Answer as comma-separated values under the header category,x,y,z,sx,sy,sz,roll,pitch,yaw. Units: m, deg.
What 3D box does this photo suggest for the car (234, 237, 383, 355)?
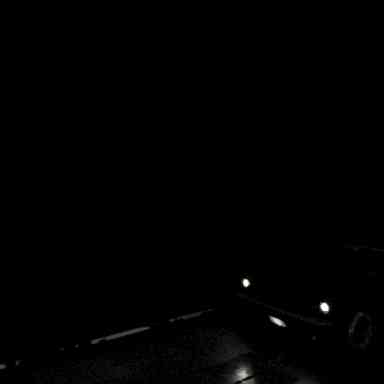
category,x,y,z,sx,sy,sz,roll,pitch,yaw
car,3.055,1.583,6.172,4.718,1.301,1.895,0,0,-36
